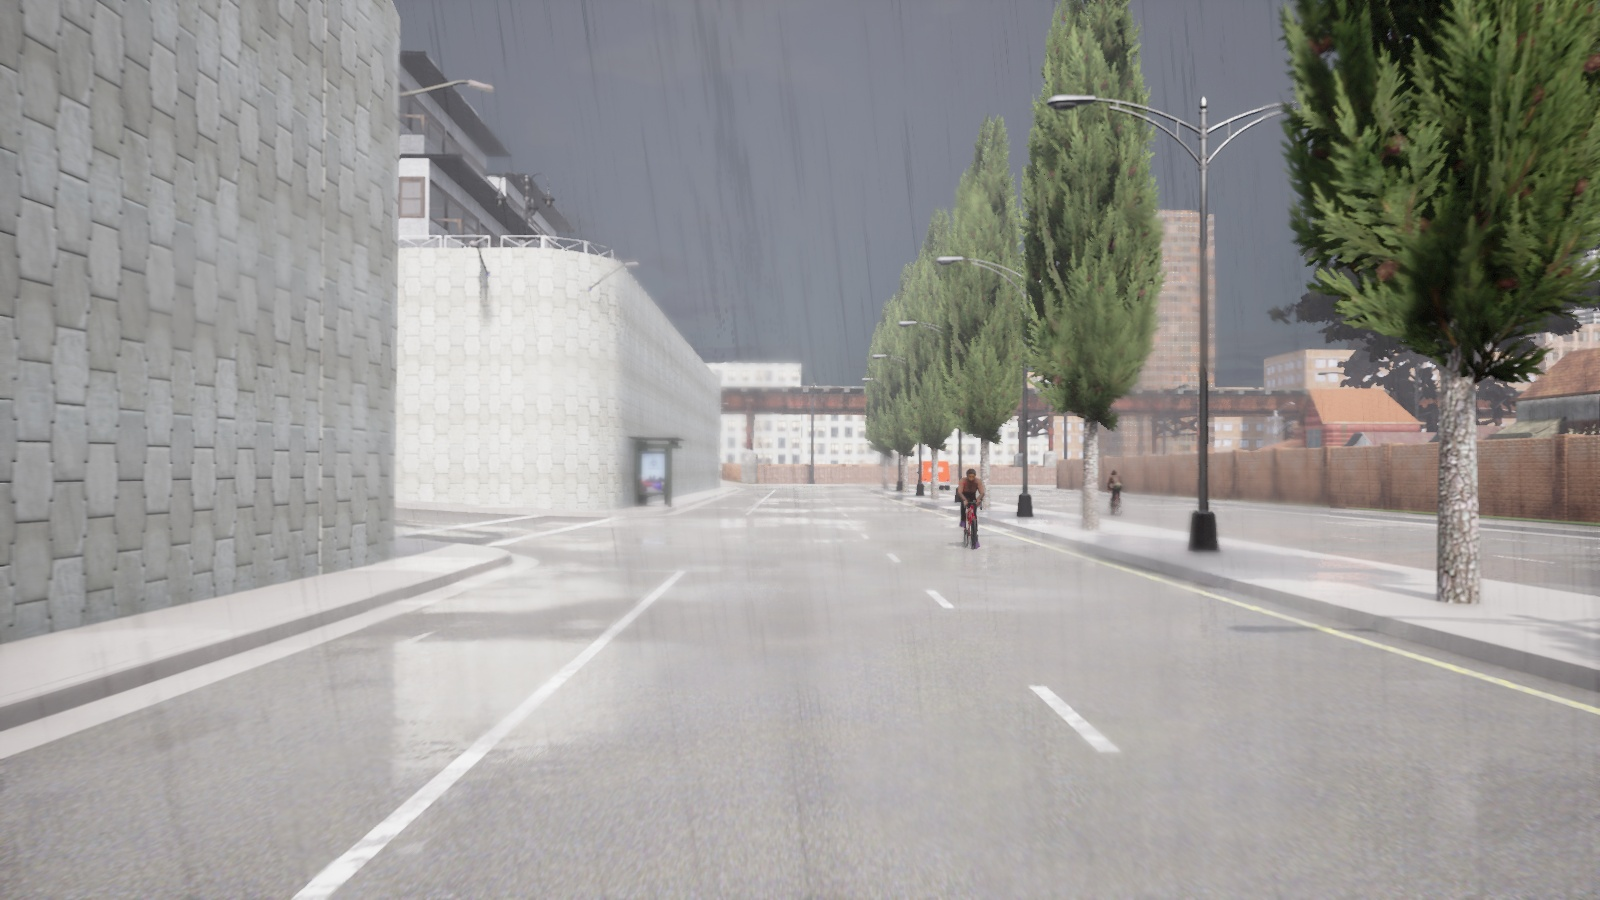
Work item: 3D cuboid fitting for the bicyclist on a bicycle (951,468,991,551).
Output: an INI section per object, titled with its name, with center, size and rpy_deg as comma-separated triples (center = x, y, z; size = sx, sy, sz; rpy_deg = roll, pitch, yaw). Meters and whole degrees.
[bicyclist on a bicycle]
center = 3.438, 1.174, 25.346
size = 0.582, 1.620, 1.656
rpy_deg = 0, 0, 0
